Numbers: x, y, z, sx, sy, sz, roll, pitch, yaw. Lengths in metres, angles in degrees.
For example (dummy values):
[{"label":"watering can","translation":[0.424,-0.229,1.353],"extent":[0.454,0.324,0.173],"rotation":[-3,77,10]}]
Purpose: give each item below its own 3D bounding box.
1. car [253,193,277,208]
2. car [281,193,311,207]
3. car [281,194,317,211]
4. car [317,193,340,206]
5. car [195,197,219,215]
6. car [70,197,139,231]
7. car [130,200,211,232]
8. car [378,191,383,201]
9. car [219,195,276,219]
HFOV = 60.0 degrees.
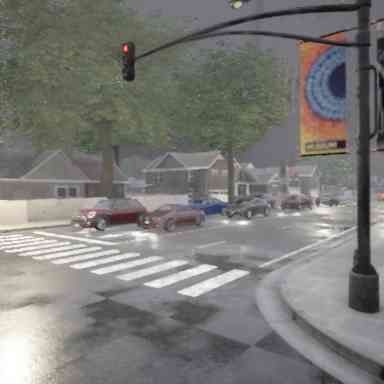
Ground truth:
[{"label":"car","translation":[6.982,0.947,34.299],"extent":[2.097,1.767,4.553],"rotation":[0,1,38]},{"label":"car","translation":[13.210,0.952,42.110],"extent":[1.882,1.535,5.008],"rotation":[0,1,39]},{"label":"car","translation":[10.681,1.051,33.734],"extent":[1.882,1.535,5.008],"rotation":[0,1,39]},{"label":"car","translation":[17.027,0.943,41.670],"extent":[2.128,1.511,4.902],"rotation":[0,1,39]},{"label":"car","translation":[0.970,1.192,26.736],"extent":[1.882,1.535,5.008],"rotation":[0,1,38]},{"label":"car","translation":[-4.759,1.181,19.515],"extent":[2.097,1.767,4.553],"rotation":[0,1,38]},{"label":"car","translation":[-1.100,1.371,18.896],"extent":[1.994,1.385,4.181],"rotation":[0,1,39]},{"label":"car","translation":[33.252,0.551,56.643],"extent":[2.097,1.767,4.553],"rotation":[0,1,39]},{"label":"car","translation":[4.379,1.203,25.803],"extent":[1.837,1.490,4.892],"rotation":[0,1,38]}]
